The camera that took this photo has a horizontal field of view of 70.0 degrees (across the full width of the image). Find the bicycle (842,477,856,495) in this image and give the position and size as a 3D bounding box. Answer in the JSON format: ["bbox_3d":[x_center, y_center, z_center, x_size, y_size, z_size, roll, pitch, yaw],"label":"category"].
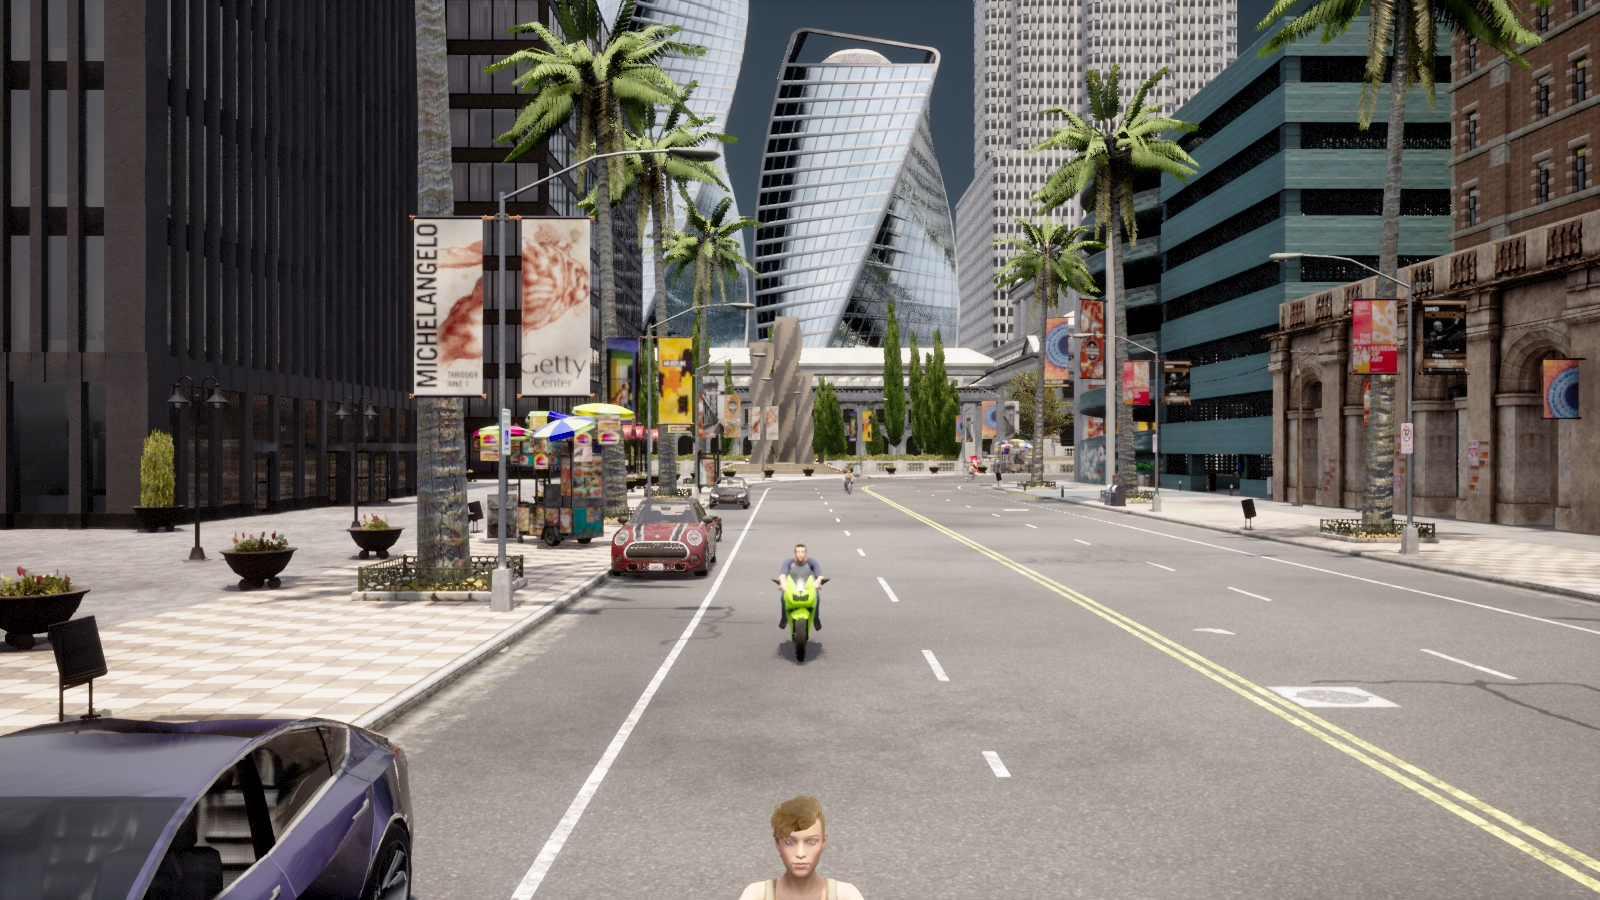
[{"bbox_3d":[3.088,2.285,72.024,0.859,1.080,1.487,0,0,0],"label":"bicycle"}]

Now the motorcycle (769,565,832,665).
[{"bbox_3d":[0.009,2.223,15.738,0.803,1.145,2.033,0,-2,0],"label":"motorcycle"}]

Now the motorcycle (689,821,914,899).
[{"bbox_3d":[0.005,2.172,3.546,0.764,1.277,2.356,0,0,0],"label":"motorcycle"}]
